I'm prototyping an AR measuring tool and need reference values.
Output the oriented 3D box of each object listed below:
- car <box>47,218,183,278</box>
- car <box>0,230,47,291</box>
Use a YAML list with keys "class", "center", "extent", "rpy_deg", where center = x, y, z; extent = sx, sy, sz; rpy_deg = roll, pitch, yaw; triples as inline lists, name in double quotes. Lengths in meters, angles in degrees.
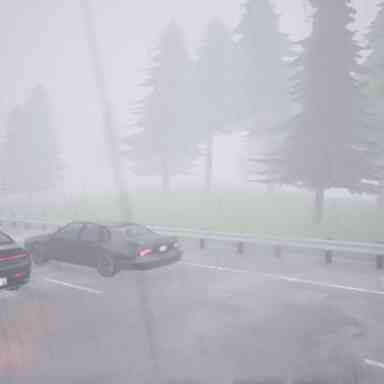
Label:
- class: "car"
  center: [-2.862, 1.513, 10.037]
  extent: [5.357, 1.411, 2.033]
  rpy_deg: [0, 0, 33]
- class: "car"
  center: [-5.704, 1.474, 7.666]
  extent: [4.892, 1.490, 1.837]
  rpy_deg: [0, 0, 33]
